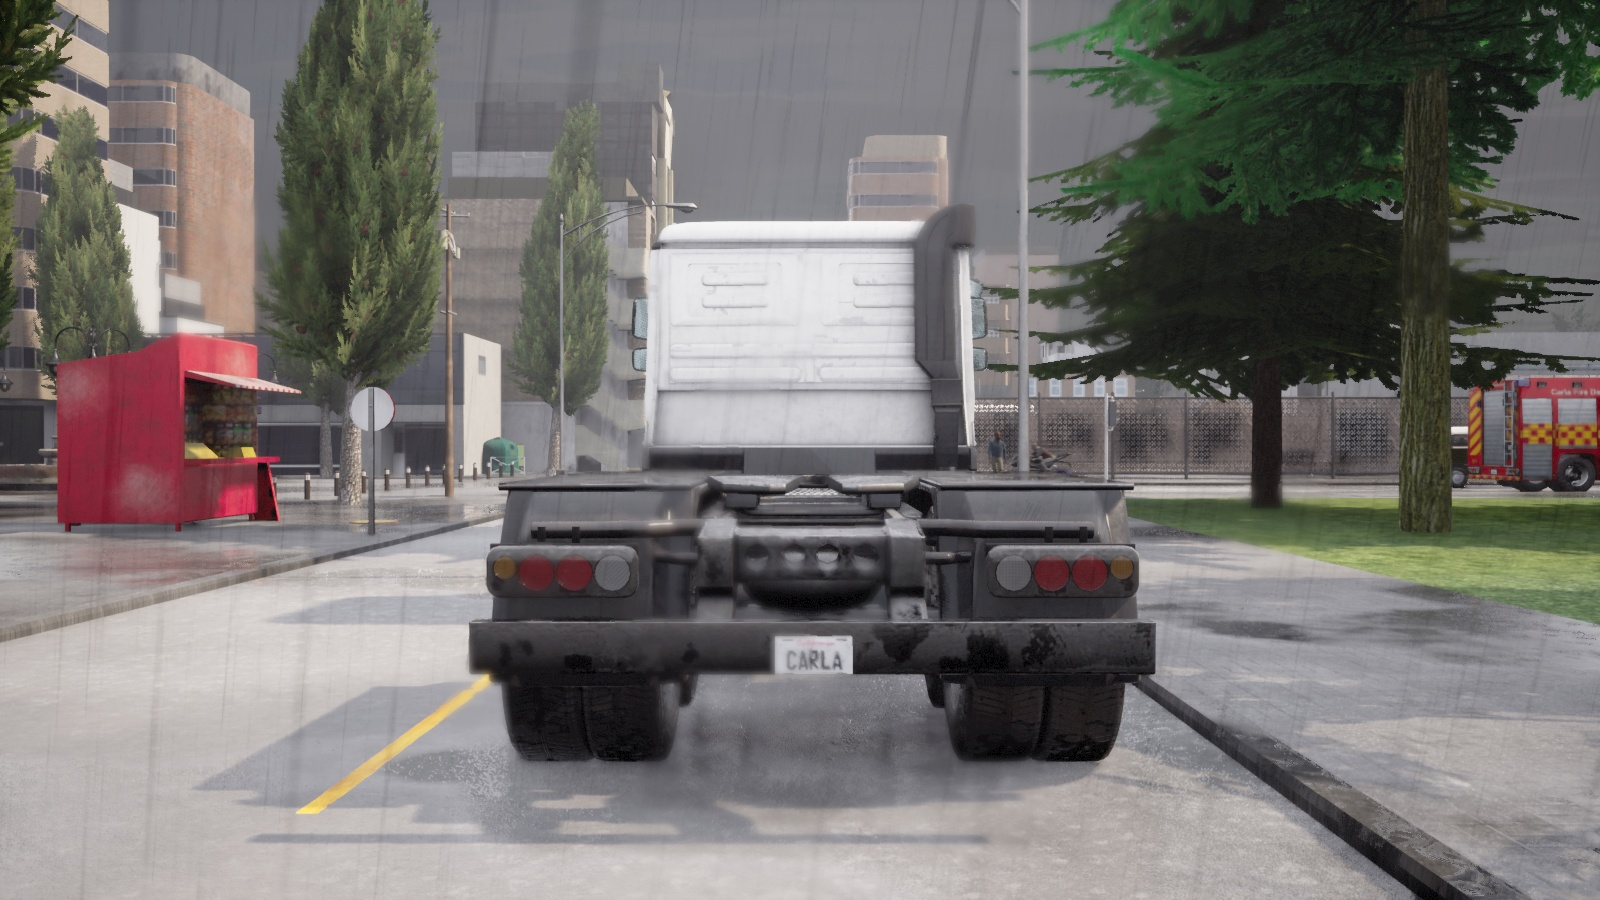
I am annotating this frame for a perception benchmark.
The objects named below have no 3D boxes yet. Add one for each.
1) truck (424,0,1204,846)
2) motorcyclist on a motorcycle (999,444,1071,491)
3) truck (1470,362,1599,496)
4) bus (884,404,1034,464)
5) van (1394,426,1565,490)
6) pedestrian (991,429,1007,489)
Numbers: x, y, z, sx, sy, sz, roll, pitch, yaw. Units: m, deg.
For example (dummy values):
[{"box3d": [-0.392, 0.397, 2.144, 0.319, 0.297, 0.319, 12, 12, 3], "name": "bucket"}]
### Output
[{"box3d": [0.072, -0.284, 8.629, 2.891, 3.462, 7.936, 0, 0, 0], "name": "truck"}, {"box3d": [7.740, 0.554, 41.425, 2.191, 1.530, 0.866, 0, 0, 1], "name": "motorcyclist on a motorcycle"}, {"box3d": [24.945, -0.609, 37.322, 8.468, 3.827, 2.891, 0, 0, 0], "name": "truck"}, {"box3d": [11.368, -1.133, 90.706, 10.273, 4.253, 3.944, 0, 0, 0], "name": "bus"}, {"box3d": [22.294, 0.257, 41.344, 4.480, 2.038, 2.069, 0, 0, 0], "name": "van"}, {"box3d": [6.142, 0.285, 38.844, 0.370, 1.835, 0.726, 0, 0, 0], "name": "pedestrian"}]
